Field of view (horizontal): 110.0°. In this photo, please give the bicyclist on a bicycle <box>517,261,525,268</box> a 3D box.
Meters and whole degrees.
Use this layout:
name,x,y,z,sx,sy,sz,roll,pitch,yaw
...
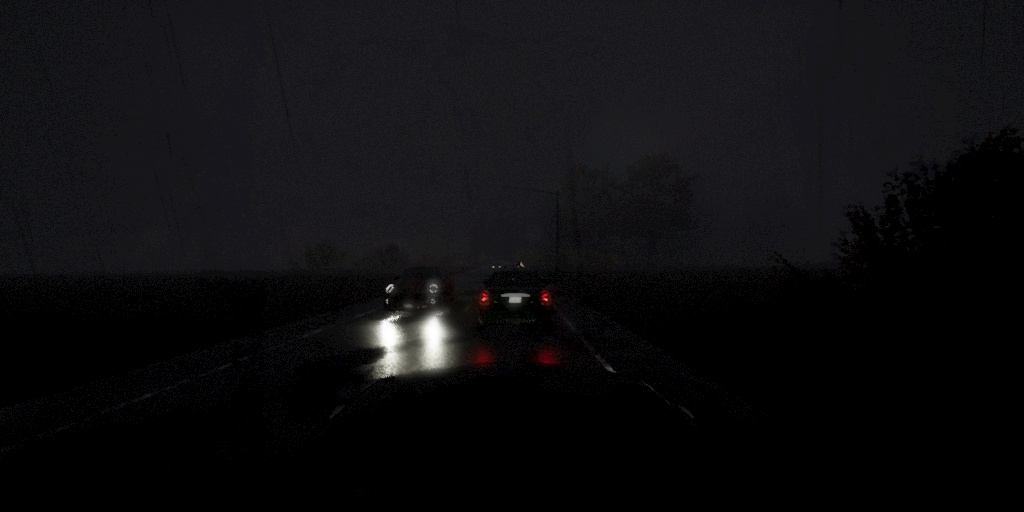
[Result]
name,x,y,z,sx,sy,sz,roll,pitch,yaw
bicyclist on a bicycle,0.938,1.396,37.372,0.866,1.612,1.509,0,0,0

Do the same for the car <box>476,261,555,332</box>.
name,x,y,z,sx,sy,sz,roll,pitch,yaw
car,0.095,1.157,11.242,2.097,1.767,4.553,0,0,0

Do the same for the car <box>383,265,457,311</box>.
name,x,y,z,sx,sy,sz,roll,pitch,yaw
car,-3.615,1.179,14.789,2.097,1.767,4.553,0,0,0

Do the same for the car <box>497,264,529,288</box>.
name,x,y,z,sx,sy,sz,roll,pitch,yaw
car,0.068,1.385,26.505,2.128,1.511,4.902,0,-1,0
